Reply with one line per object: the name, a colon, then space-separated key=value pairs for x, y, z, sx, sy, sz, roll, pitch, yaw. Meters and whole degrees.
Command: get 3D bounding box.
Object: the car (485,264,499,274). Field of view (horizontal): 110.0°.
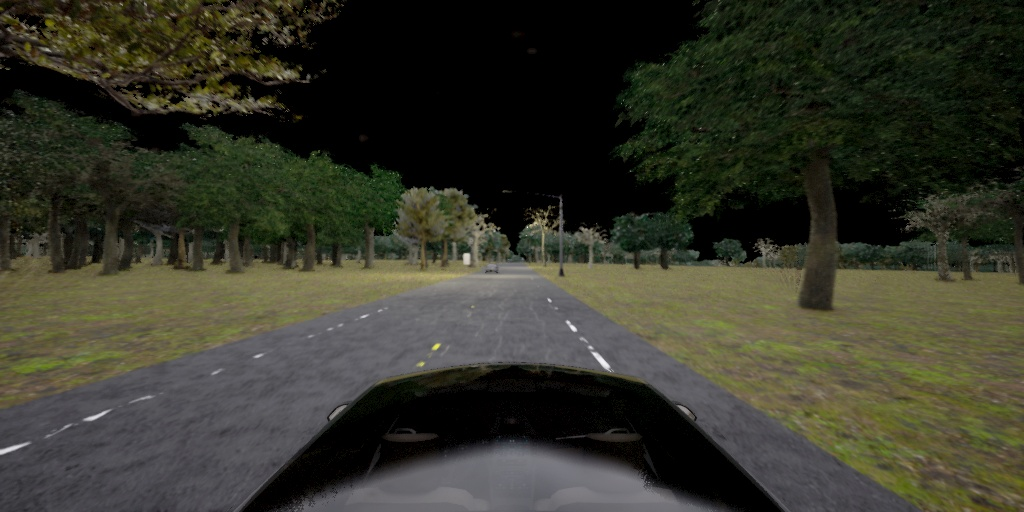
car: x=-2.915 y=1.885 z=52.909 sx=1.837 sy=1.490 sz=4.892 roll=0 pitch=-1 yaw=1
